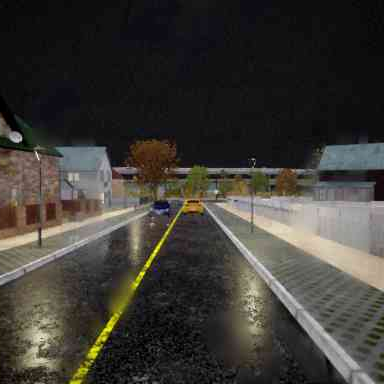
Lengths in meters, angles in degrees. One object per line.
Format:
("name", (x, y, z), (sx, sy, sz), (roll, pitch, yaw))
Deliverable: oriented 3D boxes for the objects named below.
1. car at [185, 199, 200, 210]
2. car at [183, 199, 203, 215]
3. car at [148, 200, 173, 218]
("car", (0.123, 1.602, 44.554), (1.895, 1.301, 4.718), (0, 0, 0))
("car", (0.118, 1.471, 34.020), (1.882, 1.535, 5.008), (0, 0, 0))
("car", (-2.808, 1.517, 30.660), (1.812, 1.442, 4.674), (0, 0, 0))
